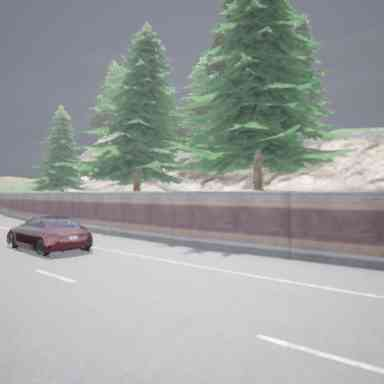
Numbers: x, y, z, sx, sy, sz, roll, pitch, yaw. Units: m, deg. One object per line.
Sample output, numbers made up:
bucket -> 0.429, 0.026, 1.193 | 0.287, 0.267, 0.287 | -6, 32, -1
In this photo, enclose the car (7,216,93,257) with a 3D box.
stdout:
car -> -5.835, 1.653, 13.527 | 4.181, 1.385, 1.994 | 0, -1, 42
